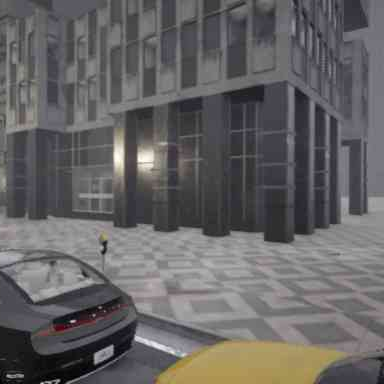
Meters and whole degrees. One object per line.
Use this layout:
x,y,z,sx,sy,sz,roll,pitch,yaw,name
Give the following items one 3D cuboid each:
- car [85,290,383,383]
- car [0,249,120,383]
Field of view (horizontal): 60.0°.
1.715,1.523,1.748,4.829,1.417,1.752,0,0,35,car
-2.748,1.538,4.903,4.403,1.369,2.008,0,0,35,car
